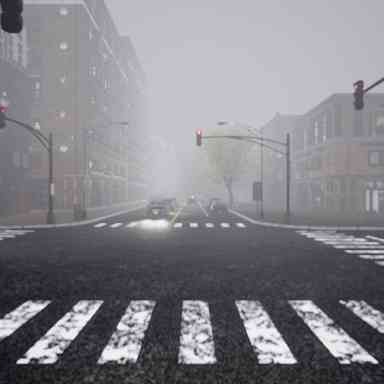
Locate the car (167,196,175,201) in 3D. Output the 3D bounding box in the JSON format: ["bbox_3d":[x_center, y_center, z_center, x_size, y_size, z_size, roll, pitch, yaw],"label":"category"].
[{"bbox_3d":[-5.697,1.713,90.458,1.752,1.417,4.829,0,0,0],"label":"car"}]

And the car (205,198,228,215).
[{"bbox_3d":[2.688,1.590,33.658,2.008,1.369,4.403,0,0,0],"label":"car"}]

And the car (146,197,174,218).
[{"bbox_3d":[-3.102,1.525,30.868,2.128,1.511,4.902,0,0,0],"label":"car"}]

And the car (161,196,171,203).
[{"bbox_3d":[-5.695,1.685,73.537,2.008,1.369,4.403,0,0,0],"label":"car"}]

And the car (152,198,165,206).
[{"bbox_3d":[-5.694,1.668,56.447,1.802,1.307,4.206,0,0,0],"label":"car"}]

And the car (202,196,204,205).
[{"bbox_3d":[2.687,1.501,45.052,1.967,1.590,4.097,0,0,0],"label":"car"}]

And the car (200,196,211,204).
[{"bbox_3d":[2.685,1.557,67.839,1.967,1.590,4.097,0,0,0],"label":"car"}]

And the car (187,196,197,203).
[{"bbox_3d":[-0.003,1.577,70.848,2.033,1.411,5.357,0,0,0],"label":"car"}]

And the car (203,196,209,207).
[{"bbox_3d":[2.688,1.490,39.356,1.967,1.590,4.097,0,0,0],"label":"car"}]

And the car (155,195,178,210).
[{"bbox_3d":[-3.096,1.530,40.316,1.882,1.535,5.008,0,0,0],"label":"car"}]

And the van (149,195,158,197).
[{"bbox_3d":[-5.694,1.414,50.750,1.690,1.788,3.998,0,0,0],"label":"van"}]

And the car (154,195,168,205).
[{"bbox_3d":[-5.695,1.416,62.144,2.192,1.841,5.009,0,0,0],"label":"car"}]

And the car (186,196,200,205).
[{"bbox_3d":[-0.002,1.661,60.841,1.994,1.385,4.181,0,0,0],"label":"car"}]
